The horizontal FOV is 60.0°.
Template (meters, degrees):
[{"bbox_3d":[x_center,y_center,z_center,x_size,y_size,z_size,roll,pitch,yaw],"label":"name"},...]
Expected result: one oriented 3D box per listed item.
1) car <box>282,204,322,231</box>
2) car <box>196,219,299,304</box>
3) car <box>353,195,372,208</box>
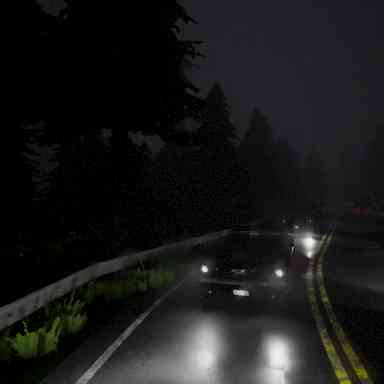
[{"bbox_3d":[6.708,1.460,20.063,2.033,1.411,5.357,-2,0,26],"label":"car"},{"bbox_3d":[1.606,1.599,8.430,1.895,1.301,4.718,-1,0,18],"label":"car"},{"bbox_3d":[20.697,1.057,40.219,2.128,1.511,4.902,-2,0,28],"label":"car"}]
